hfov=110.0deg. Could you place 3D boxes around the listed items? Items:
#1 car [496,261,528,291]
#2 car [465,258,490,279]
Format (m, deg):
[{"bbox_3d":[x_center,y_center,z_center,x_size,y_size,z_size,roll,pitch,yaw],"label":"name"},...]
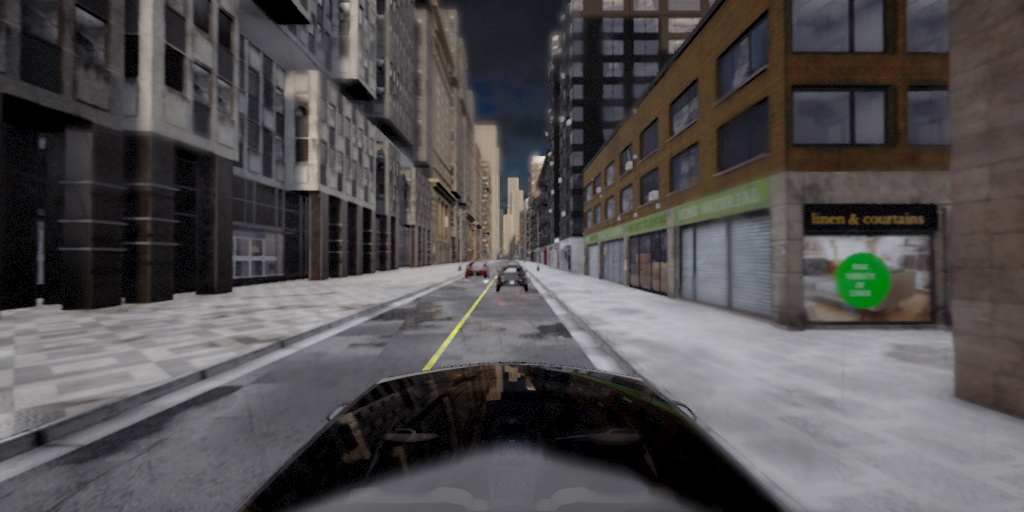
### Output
[{"bbox_3d":[0.020,1.259,21.830,1.812,1.442,4.674,0,0,0],"label":"car"},{"bbox_3d":[-3.047,1.198,32.071,1.882,1.535,5.008,0,0,0],"label":"car"}]
